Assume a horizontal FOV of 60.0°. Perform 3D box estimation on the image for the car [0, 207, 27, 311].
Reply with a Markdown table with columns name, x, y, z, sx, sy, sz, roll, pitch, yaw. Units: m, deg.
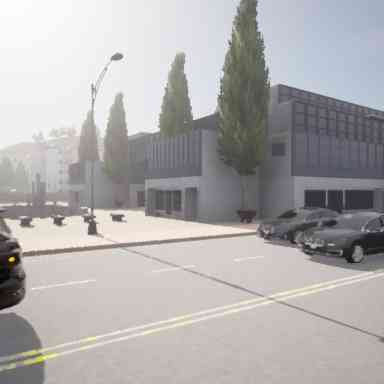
| name | x | y | z | sx | sy | sz | roll | pitch | yaw |
| --- | --- | --- | --- | --- | --- | --- | --- | --- | --- |
| car | -5.326 | 1.222 | 4.478 | 5.566 | 2.045 | 2.150 | 0 | 0 | -35 |

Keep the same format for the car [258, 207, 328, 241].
| name | x | y | z | sx | sy | sz | roll | pitch | yaw |
| --- | --- | --- | --- | --- | --- | --- | --- | --- | --- |
| car | 5.262 | 1.504 | 15.596 | 4.892 | 1.490 | 1.837 | 0 | 0 | -32 |

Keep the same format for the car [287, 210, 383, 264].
| name | x | y | z | sx | sy | sz | roll | pitch | yaw |
| --- | --- | --- | --- | --- | --- | --- | --- | --- | --- |
| car | 5.892 | 1.506 | 11.860 | 4.892 | 1.490 | 1.837 | 1 | 0 | -32 |
